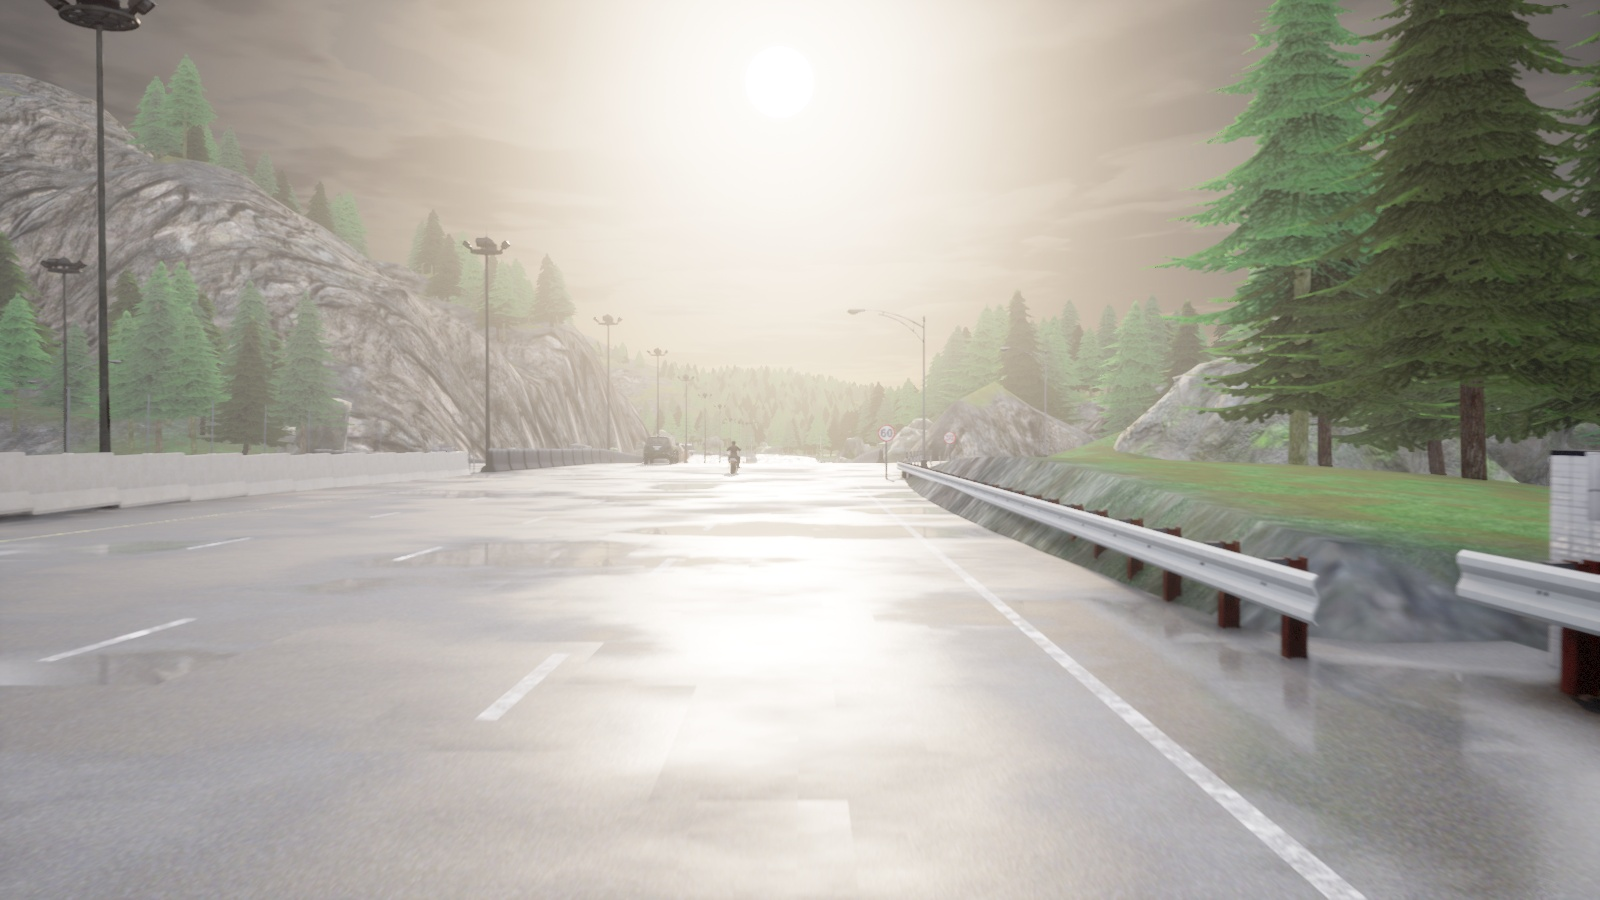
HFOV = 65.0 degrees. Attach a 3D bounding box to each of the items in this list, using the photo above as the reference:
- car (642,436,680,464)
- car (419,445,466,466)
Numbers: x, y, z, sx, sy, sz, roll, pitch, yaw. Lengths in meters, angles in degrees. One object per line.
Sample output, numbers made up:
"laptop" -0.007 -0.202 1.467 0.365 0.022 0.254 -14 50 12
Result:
"car" -10.129 -0.009 91.970 2.150 2.045 5.566 0 0 0
"car" -24.150 0.359 85.024 1.994 1.385 4.181 0 0 0
